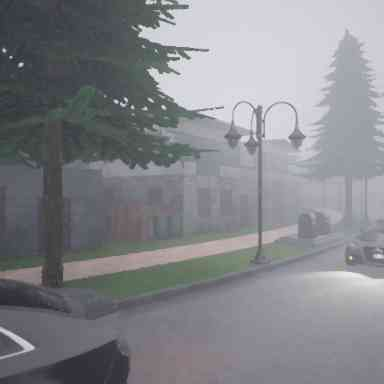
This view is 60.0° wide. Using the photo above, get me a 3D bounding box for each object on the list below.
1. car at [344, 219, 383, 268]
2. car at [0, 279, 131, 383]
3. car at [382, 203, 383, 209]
[{"bbox_3d":[6.357,1.559,10.471,1.994,1.385,4.181,0,0,41],"label":"car"},{"bbox_3d":[-2.816,1.505,2.214,4.892,1.490,1.837,0,0,-38],"label":"car"},{"bbox_3d":[25.173,1.579,40.968,1.895,1.301,4.718,0,0,9],"label":"car"}]
